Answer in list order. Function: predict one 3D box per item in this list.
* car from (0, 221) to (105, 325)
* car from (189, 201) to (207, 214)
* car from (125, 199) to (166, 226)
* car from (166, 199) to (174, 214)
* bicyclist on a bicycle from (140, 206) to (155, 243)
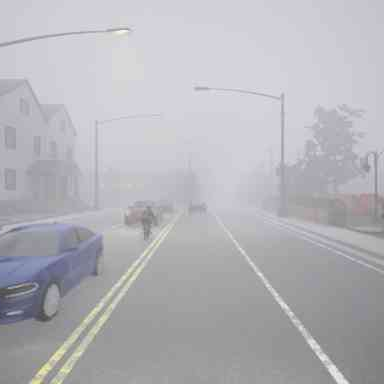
[{"bbox_3d":[-3.391,1.482,7.464,1.882,1.535,5.008,0,0,0],"label":"car"},{"bbox_3d":[0.606,1.601,35.631,1.895,1.301,4.718,0,0,1],"label":"car"},{"bbox_3d":[-3.277,1.352,23.265,2.097,1.767,4.553,0,0,1],"label":"car"},{"bbox_3d":[-3.042,1.478,36.234,1.882,1.535,5.008,0,0,1],"label":"car"},{"bbox_3d":[-1.987,1.446,14.895,0.582,1.620,1.656,0,-2,12],"label":"bicyclist on a bicycle"}]
